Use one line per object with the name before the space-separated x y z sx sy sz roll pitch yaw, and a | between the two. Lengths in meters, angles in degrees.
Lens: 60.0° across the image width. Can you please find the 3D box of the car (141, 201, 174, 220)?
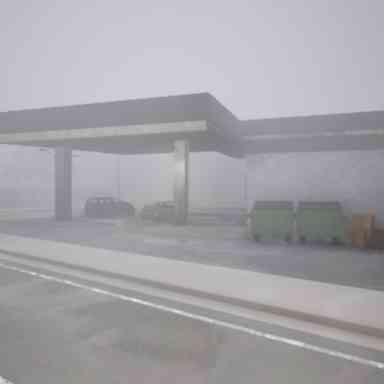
car | -2.189 1.447 26.861 1.970 1.475 3.806 0 0 37

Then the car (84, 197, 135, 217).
car | -7.263 1.283 29.661 2.242 1.667 4.611 0 0 37
